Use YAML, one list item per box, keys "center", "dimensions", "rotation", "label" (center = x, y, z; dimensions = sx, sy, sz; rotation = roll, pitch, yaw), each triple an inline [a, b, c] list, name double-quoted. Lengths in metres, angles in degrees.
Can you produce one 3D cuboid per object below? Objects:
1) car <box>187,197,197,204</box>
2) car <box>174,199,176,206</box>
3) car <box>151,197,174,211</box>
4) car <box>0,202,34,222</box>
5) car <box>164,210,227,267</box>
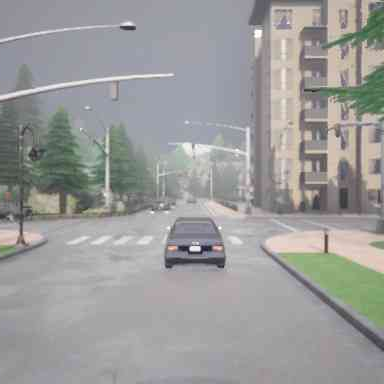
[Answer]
- center: [-0.010, 1.555, 63.052]
  dimensions: [2.033, 1.411, 5.357]
  rotation: [0, 0, 0]
  label: "car"
- center: [-3.631, 1.574, 54.485]
  dimensions: [1.994, 1.385, 4.181]
  rotation: [0, 0, 1]
  label: "car"
- center: [-3.760, 1.367, 41.066]
  dimensions: [2.097, 1.767, 4.553]
  rotation: [0, 0, 1]
  label: "car"
- center: [-14.726, 1.496, 25.399]
  dimensions: [4.902, 1.511, 2.128]
  rotation: [0, 0, 1]
  label: "car"
- center: [0.080, 1.543, 11.300]
  dimensions: [2.033, 1.411, 5.357]
  rotation: [0, 0, 0]
  label: "car"
